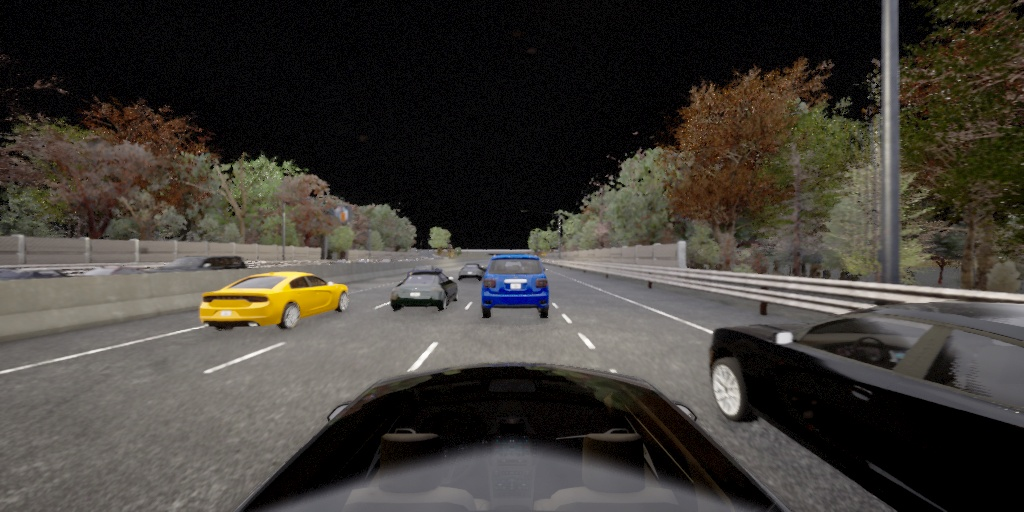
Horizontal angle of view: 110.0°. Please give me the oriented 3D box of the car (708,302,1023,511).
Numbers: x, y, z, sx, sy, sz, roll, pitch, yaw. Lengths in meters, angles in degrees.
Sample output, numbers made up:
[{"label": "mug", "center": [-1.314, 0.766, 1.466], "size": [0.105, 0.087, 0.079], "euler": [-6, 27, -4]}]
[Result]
[{"label": "car", "center": [3.343, 1.058, 2.519], "size": [1.882, 1.535, 5.008], "euler": [0, 0, 2]}]

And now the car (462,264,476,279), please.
[{"label": "car", "center": [-3.392, 1.334, 30.956], "size": [1.994, 1.385, 4.181], "euler": [0, 0, 0]}]

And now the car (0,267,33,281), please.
[{"label": "car", "center": [-24.597, 1.359, 17.978], "size": [1.895, 1.301, 4.718], "euler": [0, 0, 0]}]

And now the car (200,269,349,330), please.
[{"label": "car", "center": [-6.897, 1.231, 11.125], "size": [1.882, 1.535, 5.008], "euler": [0, 0, 0]}]

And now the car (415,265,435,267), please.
[{"label": "car", "center": [-6.893, 1.369, 29.046], "size": [1.895, 1.301, 4.718], "euler": [0, 0, 0]}]

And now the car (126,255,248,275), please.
[{"label": "car", "center": [-17.596, 0.981, 20.240], "size": [2.150, 2.045, 5.566], "euler": [0, 0, 0]}]

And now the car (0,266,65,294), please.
[{"label": "car", "center": [-28.097, 1.307, 19.028], "size": [2.033, 1.411, 5.357], "euler": [0, 0, 0]}]

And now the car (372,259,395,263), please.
[{"label": "car", "center": [-21.018, 1.282, 59.980], "size": [1.882, 1.535, 5.008], "euler": [0, 0, 1]}]

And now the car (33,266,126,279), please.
[{"label": "car", "center": [-21.096, 1.285, 18.892], "size": [1.812, 1.442, 4.674], "euler": [0, 0, 0]}]

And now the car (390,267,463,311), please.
[{"label": "car", "center": [-3.397, 1.320, 14.581], "size": [1.994, 1.385, 4.181], "euler": [0, 0, 0]}]

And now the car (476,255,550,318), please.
[{"label": "car", "center": [0.090, 0.976, 13.184], "size": [2.150, 2.045, 5.566], "euler": [0, 0, 0]}]

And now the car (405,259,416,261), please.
[{"label": "car", "center": [-17.517, 1.310, 61.670], "size": [1.837, 1.490, 4.892], "euler": [0, 0, 1]}]

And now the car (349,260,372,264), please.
[{"label": "car", "center": [-24.504, 1.352, 59.763], "size": [2.033, 1.411, 5.357], "euler": [0, 0, 0]}]

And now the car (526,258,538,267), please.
[{"label": "car", "center": [3.511, 1.163, 63.164], "size": [1.812, 1.442, 4.674], "euler": [0, 0, 0]}]
